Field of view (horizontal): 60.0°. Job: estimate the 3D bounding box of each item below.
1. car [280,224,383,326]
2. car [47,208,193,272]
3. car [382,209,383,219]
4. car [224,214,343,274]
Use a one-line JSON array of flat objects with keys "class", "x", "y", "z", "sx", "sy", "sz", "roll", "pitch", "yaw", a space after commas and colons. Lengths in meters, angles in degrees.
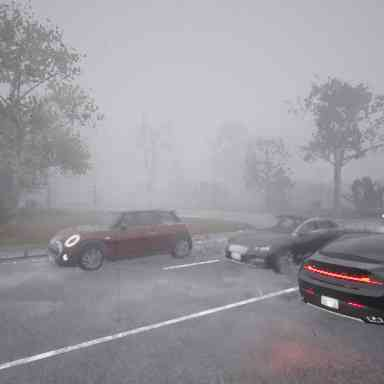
[{"class": "car", "x": 4.172, "y": 1.505, "z": 6.694, "sx": 4.892, "sy": 1.490, "sz": 1.837, "roll": 0, "pitch": 0, "yaw": -35}, {"class": "car", "x": -2.252, "y": 1.352, "z": 10.972, "sx": 4.553, "sy": 1.767, "sz": 2.097, "roll": 0, "pitch": 0, "yaw": -35}, {"class": "car", "x": 15.843, "y": 1.223, "z": 23.739, "sx": 5.566, "sy": 2.045, "sz": 2.150, "roll": 0, "pitch": 0, "yaw": -35}, {"class": "car", "x": 3.212, "y": 1.491, "z": 10.554, "sx": 4.902, "sy": 1.511, "sz": 2.128, "roll": 0, "pitch": 0, "yaw": -35}]
